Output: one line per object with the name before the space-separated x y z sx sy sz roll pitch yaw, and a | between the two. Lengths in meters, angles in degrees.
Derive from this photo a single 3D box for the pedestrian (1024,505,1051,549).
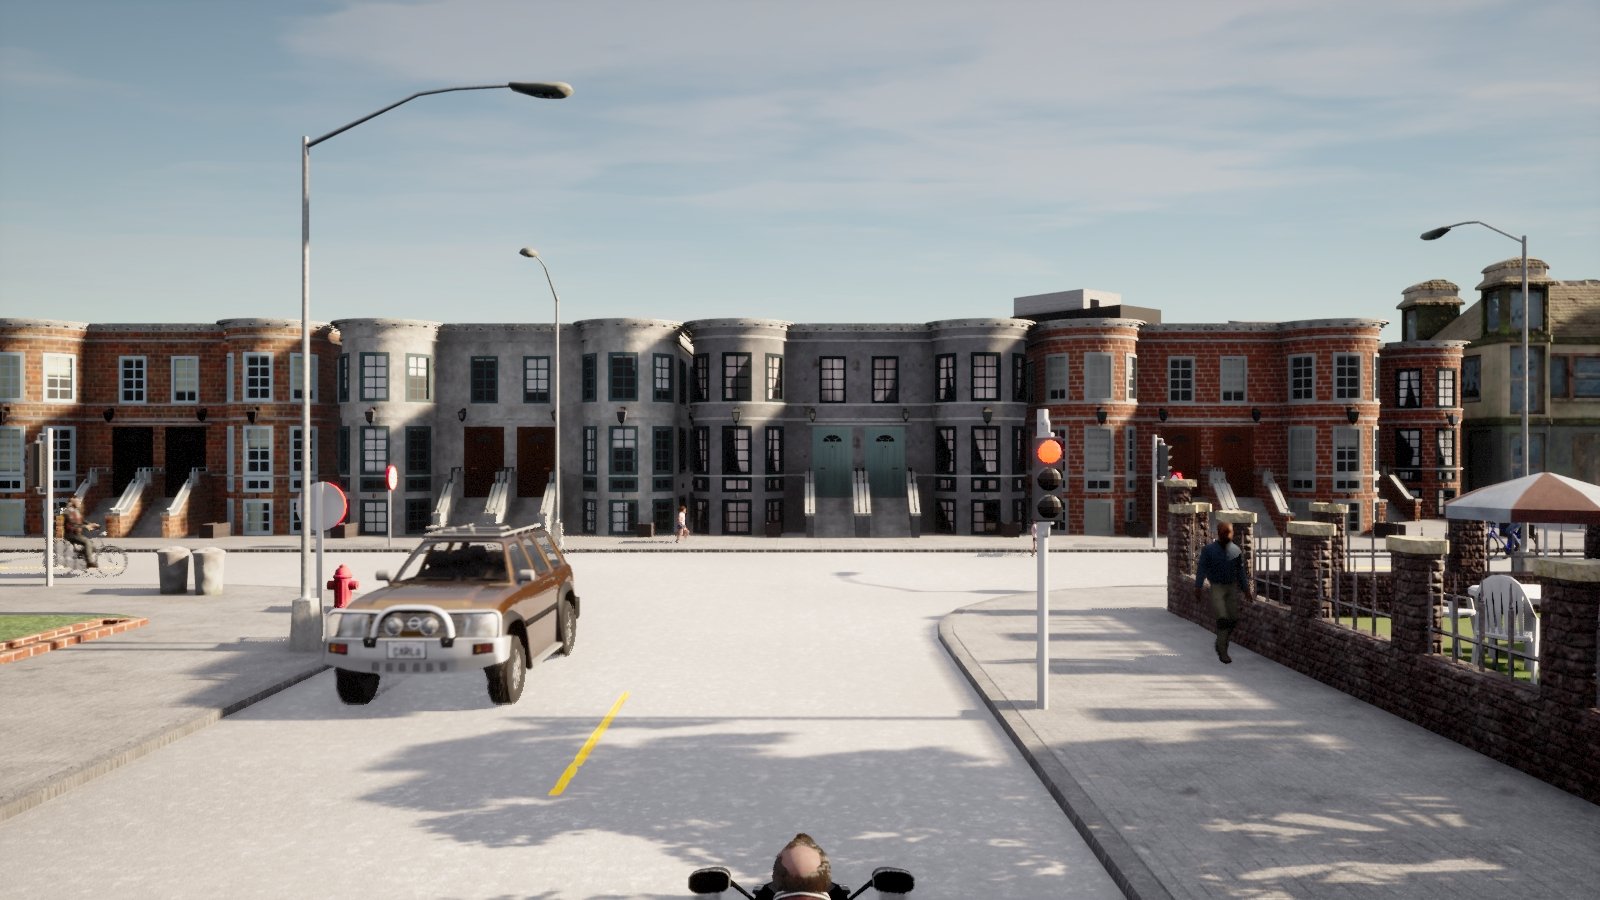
pedestrian | 6.157 1.997 29.616 0.500 1.100 0.500 0 0 -21

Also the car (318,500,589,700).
car | -3.985 1.638 14.031 1.932 1.855 4.605 0 0 0

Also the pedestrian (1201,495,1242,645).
pedestrian | 5.347 1.510 14.513 0.375 1.860 0.375 0 0 -1

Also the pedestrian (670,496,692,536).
pedestrian | -3.410 1.891 32.702 0.500 1.100 0.500 0 0 12
